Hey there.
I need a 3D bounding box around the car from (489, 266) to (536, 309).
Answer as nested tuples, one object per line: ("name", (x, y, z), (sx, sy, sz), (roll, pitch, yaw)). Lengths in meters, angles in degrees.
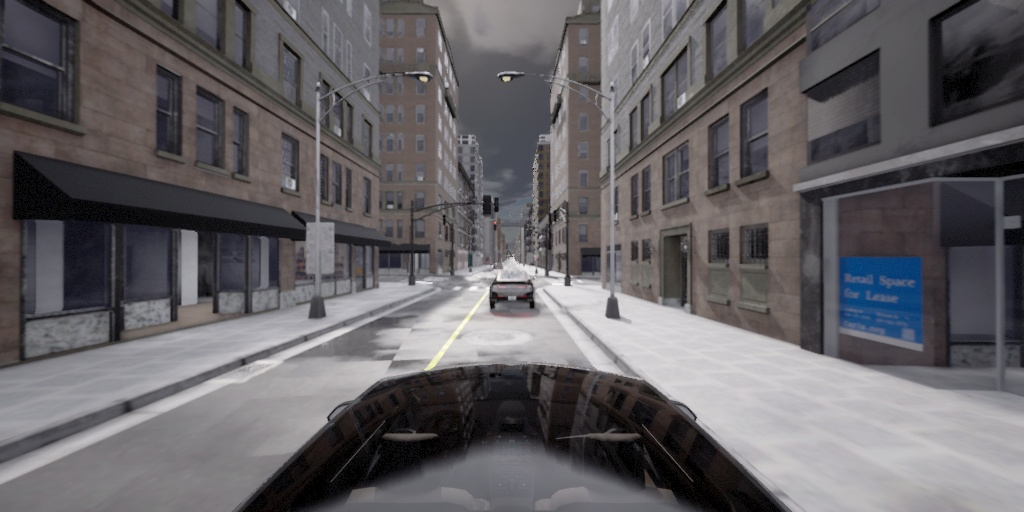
("car", (0.009, 1.378, 15.747), (2.128, 1.511, 4.902), (0, -1, 0))
